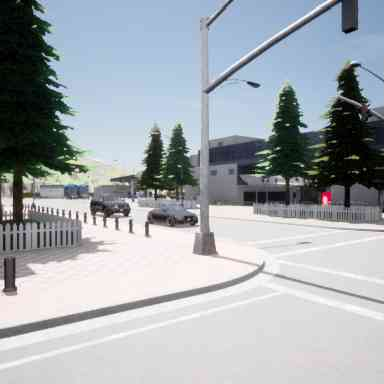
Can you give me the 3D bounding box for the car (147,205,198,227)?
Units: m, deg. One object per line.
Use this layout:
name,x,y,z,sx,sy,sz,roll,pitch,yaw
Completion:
car,-1.401,1.579,22.884,1.994,1.385,4.181,0,0,-37

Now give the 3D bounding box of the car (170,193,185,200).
car,-3.877,1.113,86.017,1.932,1.855,4.605,0,0,-37

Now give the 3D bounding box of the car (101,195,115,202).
car,-18.884,1.389,75.056,1.845,1.501,3.633,0,0,-37

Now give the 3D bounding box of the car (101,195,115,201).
car,-20.912,1.400,82.792,1.970,1.475,3.806,0,0,-37

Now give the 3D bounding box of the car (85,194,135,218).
car,-7.837,1.237,31.401,2.150,2.045,5.566,0,0,-37

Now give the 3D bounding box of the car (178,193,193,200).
car,-1.789,1.092,88.079,1.905,1.878,3.866,0,0,-37
